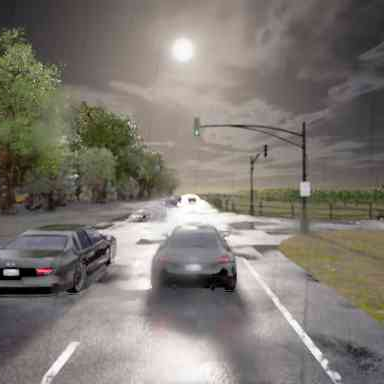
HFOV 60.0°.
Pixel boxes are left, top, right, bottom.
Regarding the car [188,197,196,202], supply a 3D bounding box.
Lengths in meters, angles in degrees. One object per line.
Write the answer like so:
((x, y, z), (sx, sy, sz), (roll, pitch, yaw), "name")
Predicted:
((0.042, 1.803, 81.629), (1.895, 1.301, 4.718), (0, 0, 0), "car")

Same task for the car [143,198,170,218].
((-3.373, 1.610, 30.711), (1.812, 1.442, 4.674), (0, 0, 0), "car")

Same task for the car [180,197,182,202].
((-3.459, 1.681, 79.603), (1.882, 1.535, 5.008), (0, 0, 0), "car")

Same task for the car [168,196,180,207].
((-3.373, 1.620, 54.576), (1.882, 1.535, 5.008), (0, 0, 0), "car")

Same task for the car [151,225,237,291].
((0.090, 1.590, 9.092), (1.994, 1.385, 4.181), (0, 0, 2), "car")

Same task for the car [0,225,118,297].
((-3.395, 1.572, 8.776), (2.033, 1.411, 5.357), (0, 0, 0), "car")

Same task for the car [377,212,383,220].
((18.691, 1.881, 28.134), (5.357, 1.411, 2.033), (1, -1, 0), "car")
